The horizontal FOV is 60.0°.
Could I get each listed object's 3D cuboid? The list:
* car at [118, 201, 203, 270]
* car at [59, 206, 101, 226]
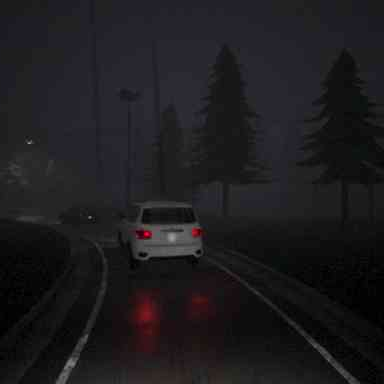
[{"bbox_3d":[-1.314,1.322,11.789,2.150,2.045,5.566,0,0,-17],"label":"car"},{"bbox_3d":[-8.503,1.771,25.140,1.994,1.385,4.181,0,-1,-39],"label":"car"}]
